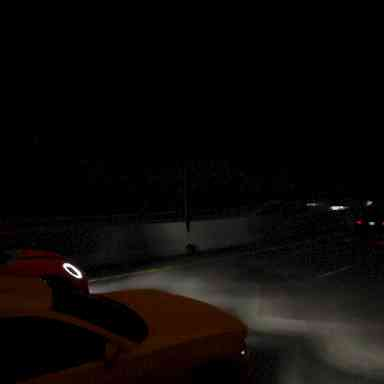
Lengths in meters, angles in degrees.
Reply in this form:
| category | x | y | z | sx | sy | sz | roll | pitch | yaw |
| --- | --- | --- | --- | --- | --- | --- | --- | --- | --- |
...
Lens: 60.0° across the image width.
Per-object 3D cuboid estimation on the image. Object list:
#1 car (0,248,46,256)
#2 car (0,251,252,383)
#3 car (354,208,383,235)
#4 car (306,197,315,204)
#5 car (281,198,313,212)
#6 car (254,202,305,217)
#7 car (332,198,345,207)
| category | x | y | z | sx | sy | sz | roll | pitch | yaw |
| --- | --- | --- | --- | --- | --- | --- | --- | --- | --- |
| car | -4.058 | 1.373 | 5.341 | 4.553 | 1.767 | 2.097 | 0 | 0 | -35 |
| car | -1.677 | 1.488 | 2.739 | 5.008 | 1.535 | 1.882 | 0 | 0 | -35 |
| car | 10.560 | 1.607 | 18.244 | 2.033 | 1.411 | 5.357 | 0 | 0 | 43 |
| car | 26.224 | 1.869 | 74.170 | 1.882 | 1.535 | 5.008 | 0 | 0 | 14 |
| car | 11.655 | 1.692 | 37.017 | 1.812 | 1.442 | 4.674 | 0 | 0 | 33 |
| car | 6.186 | 1.660 | 24.233 | 1.994 | 1.385 | 4.181 | 0 | 0 | 41 |
| car | 25.678 | 1.769 | 58.420 | 2.128 | 1.511 | 4.902 | 0 | 0 | 18 |
